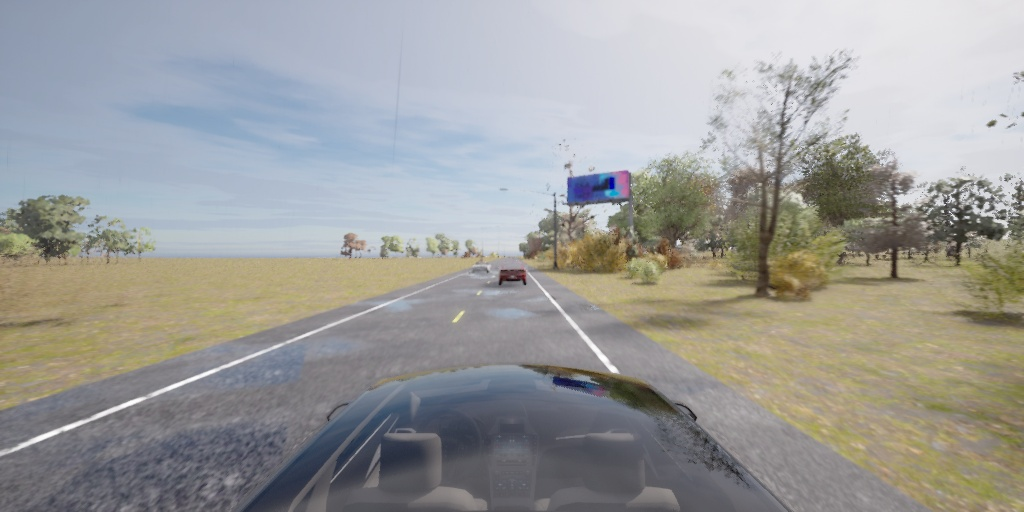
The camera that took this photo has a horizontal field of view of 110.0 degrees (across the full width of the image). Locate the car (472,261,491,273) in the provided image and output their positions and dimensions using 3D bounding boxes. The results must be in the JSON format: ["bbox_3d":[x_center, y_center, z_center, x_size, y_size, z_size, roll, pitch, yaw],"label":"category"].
[{"bbox_3d":[-3.442,1.267,40.824,1.895,1.301,4.718,0,0,0],"label":"car"}]

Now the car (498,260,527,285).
[{"bbox_3d":[0.059,1.157,25.377,1.882,1.535,5.008,0,0,1],"label":"car"}]
